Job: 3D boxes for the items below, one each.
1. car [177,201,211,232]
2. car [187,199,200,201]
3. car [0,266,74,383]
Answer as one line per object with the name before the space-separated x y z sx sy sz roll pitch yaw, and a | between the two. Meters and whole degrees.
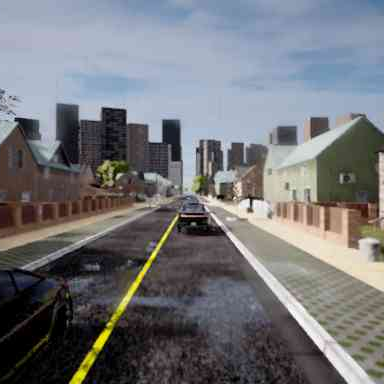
car | 0.102 1.497 20.068 2.128 1.511 4.902 0 0 0
car | 0.108 1.505 34.767 2.128 1.511 4.902 0 0 0
car | -2.837 1.564 3.508 1.994 1.385 4.181 0 0 0
